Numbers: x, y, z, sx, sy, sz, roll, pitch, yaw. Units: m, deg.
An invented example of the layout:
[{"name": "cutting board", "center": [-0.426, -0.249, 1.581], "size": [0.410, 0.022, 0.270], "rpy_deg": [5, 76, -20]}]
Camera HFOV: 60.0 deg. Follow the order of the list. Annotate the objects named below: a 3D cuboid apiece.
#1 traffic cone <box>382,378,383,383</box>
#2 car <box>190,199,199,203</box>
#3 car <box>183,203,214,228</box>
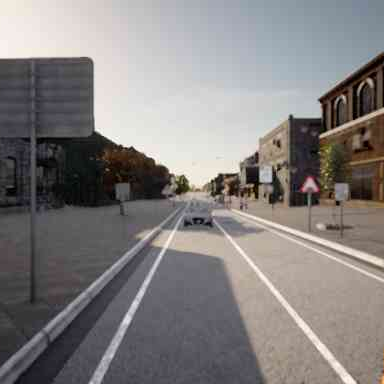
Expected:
[{"name": "traffic cone", "center": [2.088, 1.952, 3.465], "size": [0.340, 0.580, 0.340], "rpy_deg": [0, 0, 0]}, {"name": "car", "center": [0.574, 2.160, 69.885], "size": [2.128, 1.511, 4.902], "rpy_deg": [0, -1, 0]}, {"name": "car", "center": [0.429, 1.708, 23.342], "size": [1.994, 1.385, 4.181], "rpy_deg": [0, 0, 0]}]
